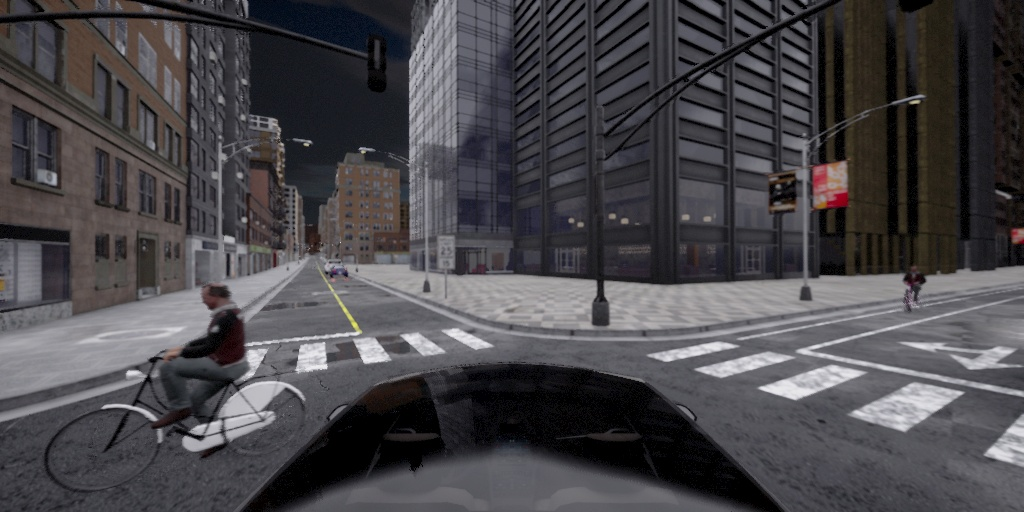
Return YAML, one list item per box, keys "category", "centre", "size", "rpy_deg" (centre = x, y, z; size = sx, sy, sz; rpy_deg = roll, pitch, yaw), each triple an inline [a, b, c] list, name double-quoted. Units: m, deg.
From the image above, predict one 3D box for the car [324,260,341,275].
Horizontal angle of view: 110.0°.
- category: "car"
  centre: [-25.381, 1.538, 51.127]
  size: [2.150, 2.045, 5.566]
  rpy_deg: [0, 0, -29]

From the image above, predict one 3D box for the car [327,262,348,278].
- category: "car"
  centre: [-20.558, 1.772, 42.545]
  size: [1.812, 1.442, 4.674]
  rpy_deg: [0, -1, -29]

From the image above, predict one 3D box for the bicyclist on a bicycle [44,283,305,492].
- category: "bicyclist on a bicycle"
  centre: [-3.009, 1.140, 3.350]
  size: [1.843, 1.776, 0.659]
  rpy_deg: [0, 0, -29]

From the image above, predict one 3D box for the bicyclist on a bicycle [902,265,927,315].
- category: "bicyclist on a bicycle"
  centre: [14.468, 1.220, 12.954]
  size: [1.843, 1.776, 0.659]
  rpy_deg: [1, -1, -29]
